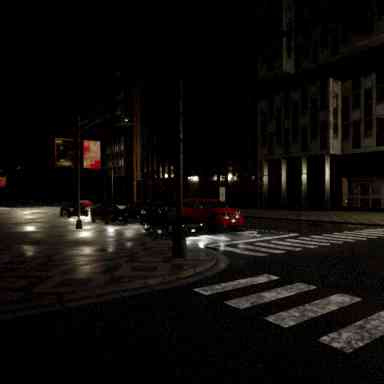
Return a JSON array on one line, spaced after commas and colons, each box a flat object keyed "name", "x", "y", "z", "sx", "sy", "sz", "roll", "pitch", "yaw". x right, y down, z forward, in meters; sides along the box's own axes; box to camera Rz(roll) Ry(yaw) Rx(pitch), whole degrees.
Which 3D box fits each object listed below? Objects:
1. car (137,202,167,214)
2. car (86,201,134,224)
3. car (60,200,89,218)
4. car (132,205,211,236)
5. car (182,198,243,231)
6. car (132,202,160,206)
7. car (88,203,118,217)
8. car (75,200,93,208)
[{"name": "car", "x": -5.193, "y": 2.035, "z": 42.901, "sx": 1.994, "sy": 1.385, "sz": 4.181, "roll": 0, "pitch": -1, "yaw": -36}, {"name": "car", "x": -7.167, "y": 1.856, "z": 28.568, "sx": 1.882, "sy": 1.535, "sz": 5.008, "roll": 0, "pitch": -1, "yaw": -36}, {"name": "car", "x": -13.078, "y": 1.867, "z": 36.840, "sx": 2.097, "sy": 1.767, "sz": 4.553, "roll": 0, "pitch": -1, "yaw": -35}, {"name": "car", "x": -1.476, "y": 1.793, "z": 20.617, "sx": 2.033, "sy": 1.411, "sz": 5.357, "roll": 0, "pitch": -1, "yaw": -36}, {"name": "car", "x": 1.008, "y": 1.455, "z": 22.774, "sx": 2.150, "sy": 2.045, "sz": 5.566, "roll": 0, "pitch": -1, "yaw": -34}, {"name": "car", "x": -4.647, "y": 1.717, "z": 30.639, "sx": 2.097, "sy": 1.767, "sz": 4.553, "roll": 0, "pitch": -1, "yaw": -36}, {"name": "car", "x": -10.430, "y": 2.025, "z": 38.724, "sx": 1.812, "sy": 1.442, "sz": 4.674, "roll": 0, "pitch": -1, "yaw": -35}, {"name": "car", "x": -21.173, "y": 2.319, "z": 65.217, "sx": 1.882, "sy": 1.535, "sz": 5.008, "roll": 0, "pitch": -1, "yaw": -36}]
